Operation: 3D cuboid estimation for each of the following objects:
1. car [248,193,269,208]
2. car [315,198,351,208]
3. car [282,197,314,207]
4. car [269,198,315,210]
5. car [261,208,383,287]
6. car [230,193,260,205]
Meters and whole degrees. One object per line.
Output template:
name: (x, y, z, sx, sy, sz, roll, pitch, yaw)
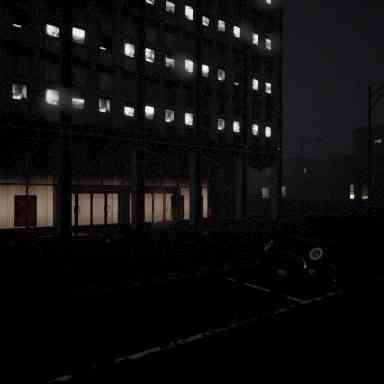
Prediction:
car: (8.544, 1.168, 43.717, 2.192, 1.841, 5.009, 1, 0, -35)
car: (18.489, 1.447, 44.069, 1.752, 1.417, 4.829, 1, 0, -35)
car: (15.435, 1.481, 48.483, 1.802, 1.307, 4.206, 1, 0, -35)
car: (11.692, 1.427, 39.163, 2.008, 1.369, 4.403, 1, 0, -35)
car: (3.820, 1.441, 9.288, 4.097, 1.590, 1.967, 0, 0, -36)
car: (9.137, 1.168, 57.590, 2.192, 1.841, 5.009, 1, 0, -35)
